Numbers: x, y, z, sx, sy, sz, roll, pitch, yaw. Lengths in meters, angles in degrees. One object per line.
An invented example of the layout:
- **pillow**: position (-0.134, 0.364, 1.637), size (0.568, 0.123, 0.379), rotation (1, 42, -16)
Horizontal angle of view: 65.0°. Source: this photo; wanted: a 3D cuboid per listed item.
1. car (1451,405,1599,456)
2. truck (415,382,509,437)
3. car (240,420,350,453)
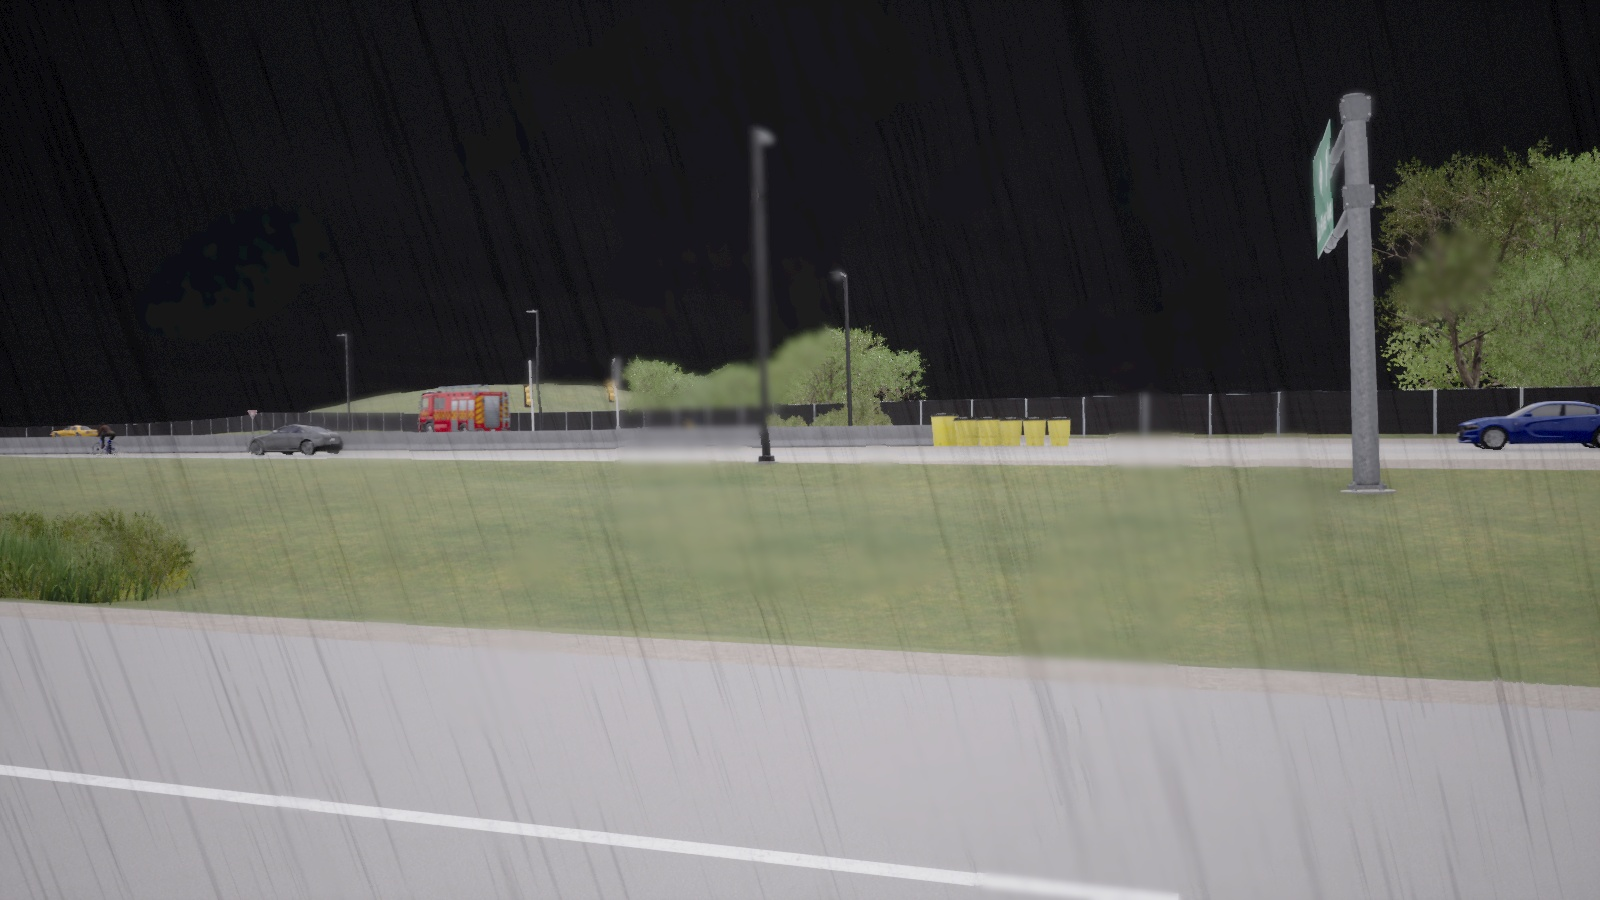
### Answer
- **car**: position (23.355, -0.603, 39.359), size (5.008, 1.535, 1.882), rotation (0, 1, 19)
- **truck**: position (-24.811, -2.928, 91.945), size (2.891, 3.827, 8.468), rotation (-2, 2, -44)
- **car**: position (-22.200, -0.594, 55.241), size (4.181, 1.385, 1.994), rotation (0, 1, 19)
